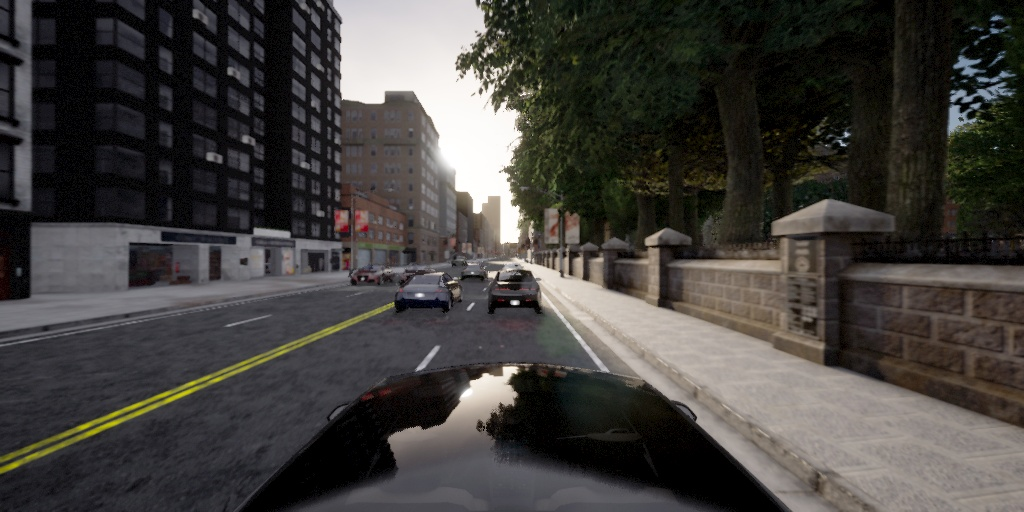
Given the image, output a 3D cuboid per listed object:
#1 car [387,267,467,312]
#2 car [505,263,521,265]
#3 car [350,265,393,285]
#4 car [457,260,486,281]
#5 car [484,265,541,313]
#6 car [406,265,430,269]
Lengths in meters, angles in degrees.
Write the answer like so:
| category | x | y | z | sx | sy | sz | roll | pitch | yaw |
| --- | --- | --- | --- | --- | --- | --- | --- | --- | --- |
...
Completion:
| category | x | y | z | sx | sy | sz | roll | pitch | yaw |
| --- | --- | --- | --- | --- | --- | --- | --- | --- | --- |
| car | -3.156 | 1.315 | 14.278 | 1.994 | 1.385 | 4.181 | 0 | 0 | 0 |
| car | 0.087 | 1.286 | 31.184 | 1.812 | 1.442 | 4.674 | 0 | 0 | 0 |
| car | -9.858 | 1.320 | 25.658 | 1.994 | 1.385 | 4.181 | 0 | 0 | 0 |
| car | -3.163 | 1.324 | 30.733 | 1.994 | 1.385 | 4.181 | 0 | 0 | 0 |
| car | 0.094 | 1.256 | 13.994 | 1.837 | 1.490 | 4.892 | 0 | 0 | 0 |
| car | -6.608 | 1.320 | 25.631 | 1.994 | 1.385 | 4.181 | 0 | 0 | 0 |
